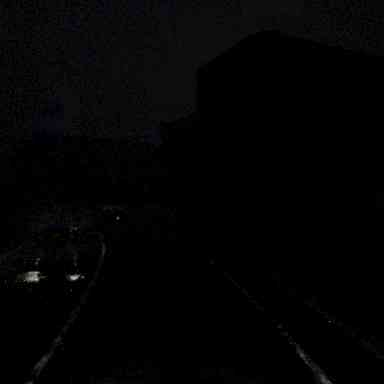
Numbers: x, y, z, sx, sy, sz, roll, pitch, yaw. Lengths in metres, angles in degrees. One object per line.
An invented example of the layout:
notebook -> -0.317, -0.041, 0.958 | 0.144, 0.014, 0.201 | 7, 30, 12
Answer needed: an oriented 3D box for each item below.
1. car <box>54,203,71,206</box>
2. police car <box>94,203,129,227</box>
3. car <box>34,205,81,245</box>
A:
car -> -15.378, 2.080, 39.014 | 2.097, 1.767, 4.553 | -3, 0, -40
police car -> -6.222, 1.662, 25.262 | 1.930, 1.638, 5.238 | -2, -1, -25
car -> -6.711, 1.646, 16.767 | 1.882, 1.535, 5.008 | -1, -1, -20
